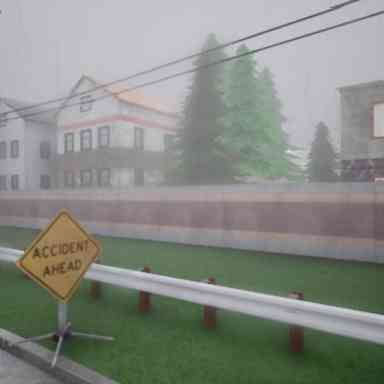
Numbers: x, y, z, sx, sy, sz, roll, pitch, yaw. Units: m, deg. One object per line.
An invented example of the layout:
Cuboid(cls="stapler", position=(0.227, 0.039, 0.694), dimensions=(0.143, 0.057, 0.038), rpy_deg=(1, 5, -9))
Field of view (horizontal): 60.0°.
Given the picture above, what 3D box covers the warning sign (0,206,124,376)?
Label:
Cuboid(cls="warning sign", position=(-1.793, 1.153, 4.595), dimensions=(1.060, 1.860, 1.300), rpy_deg=(-1, 0, 35))
